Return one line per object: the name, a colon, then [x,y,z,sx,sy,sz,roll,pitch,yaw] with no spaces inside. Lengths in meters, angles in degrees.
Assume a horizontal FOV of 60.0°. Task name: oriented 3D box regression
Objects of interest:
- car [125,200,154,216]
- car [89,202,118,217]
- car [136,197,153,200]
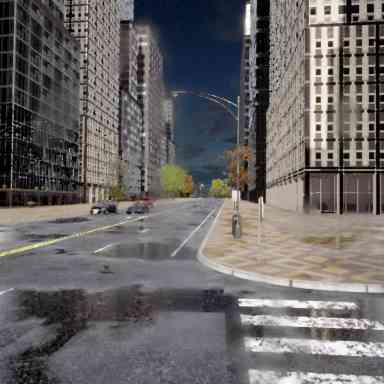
car: [-6.204,1.973,39.118,2.033,1.411,5.357,0,-1,6]
car: [-9.713,1.862,36.872,2.128,1.511,4.902,0,-1,6]
car: [-7.729,1.776,54.414,2.150,2.045,5.566,0,-1,6]
